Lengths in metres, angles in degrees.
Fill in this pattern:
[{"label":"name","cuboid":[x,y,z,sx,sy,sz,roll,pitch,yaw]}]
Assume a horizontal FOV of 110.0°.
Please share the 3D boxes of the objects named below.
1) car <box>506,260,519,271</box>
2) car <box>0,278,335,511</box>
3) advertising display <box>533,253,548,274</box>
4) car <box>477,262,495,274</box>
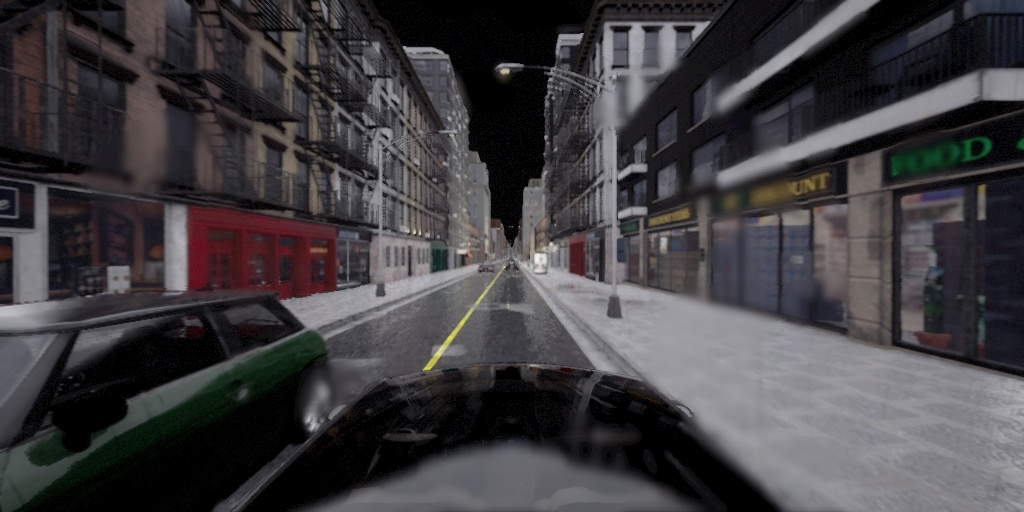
[{"label":"car","cuboid":[0.023,1.436,53.767,1.812,1.442,4.674,0,0,0]},{"label":"car","cuboid":[-3.101,1.103,2.245,2.097,1.767,4.553,0,0,0]},{"label":"advertising display","cuboid":[3.124,0.890,39.339,1.540,2.440,0.280,0,0,0]},{"label":"car","cuboid":[-3.094,1.445,44.179,1.994,1.385,4.181,0,0,0]}]
